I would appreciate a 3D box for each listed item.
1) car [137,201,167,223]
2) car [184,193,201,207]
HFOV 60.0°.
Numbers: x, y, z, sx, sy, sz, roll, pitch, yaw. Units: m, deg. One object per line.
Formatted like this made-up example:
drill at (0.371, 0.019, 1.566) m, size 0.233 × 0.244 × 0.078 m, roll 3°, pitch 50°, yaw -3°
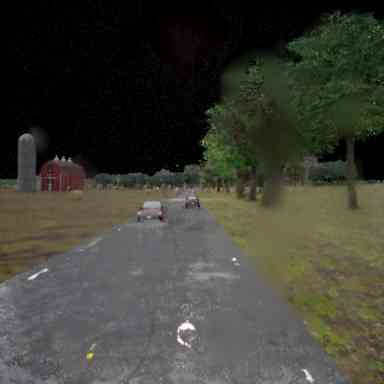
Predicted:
car at (-2.853, 1.374, 24.432) m, size 1.812 × 1.442 × 4.674 m, roll 0°, pitch 0°, yaw 0°
car at (0.092, 1.209, 43.754) m, size 1.812 × 1.442 × 4.674 m, roll 0°, pitch 0°, yaw 0°
